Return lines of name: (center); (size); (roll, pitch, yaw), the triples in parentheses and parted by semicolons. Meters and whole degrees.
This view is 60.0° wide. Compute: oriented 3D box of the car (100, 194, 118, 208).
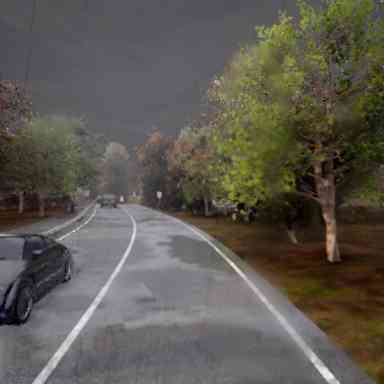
car: (-12.059, 1.271, 48.345); (2.150, 2.045, 5.566); (1, -1, -14)

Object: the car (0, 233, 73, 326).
car: (-3.958, 1.585, 6.941); (1.994, 1.385, 4.181); (0, 0, -4)
